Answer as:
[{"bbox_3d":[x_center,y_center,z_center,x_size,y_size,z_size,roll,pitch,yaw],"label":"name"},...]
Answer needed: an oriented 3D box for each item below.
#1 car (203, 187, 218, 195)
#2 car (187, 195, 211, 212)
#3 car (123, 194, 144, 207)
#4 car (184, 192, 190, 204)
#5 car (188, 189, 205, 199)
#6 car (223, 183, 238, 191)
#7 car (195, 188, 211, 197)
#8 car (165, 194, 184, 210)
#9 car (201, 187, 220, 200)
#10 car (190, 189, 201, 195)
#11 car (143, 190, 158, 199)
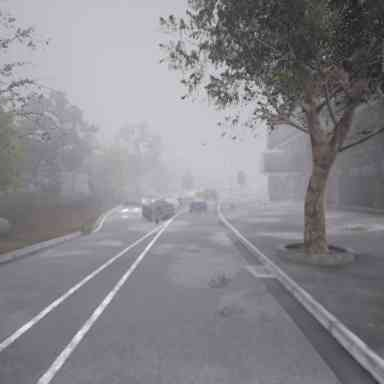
[{"bbox_3d":[4.183,-0.288,74.831,2.097,1.535,5.008,0,3,18],"label":"car"},{"bbox_3d":[0.842,1.419,37.819,1.882,1.535,5.008,0,0,4],"label":"car"},{"bbox_3d":[-7.539,1.179,42.279,1.895,1.301,4.718,0,2,-3],"label":"car"},{"bbox_3d":[-2.089,1.083,46.785,2.097,1.535,5.008,1,3,9],"label":"car"},{"bbox_3d":[0.970,0.314,63.249,2.097,1.535,5.008,0,3,14],"label":"car"},{"bbox_3d":[9.817,-1.049,89.830,2.231,1.521,4.892,-3,2,25],"label":"car"},{"bbox_3d":[2.363,0.022,68.779,2.231,1.521,4.892,0,3,16],"label":"car"},{"bbox_3d":[-2.600,1.427,40.672,2.002,1.452,4.674,-2,2,4],"label":"car"},{"bbox_3d":[3.424,0.292,57.108,2.150,2.045,5.566,0,3,11],"label":"car"},{"bbox_3d":[-0.356,0.649,57.167,2.002,1.452,4.674,-1,2,12],"label":"car"},{"bbox_3d":[-7.295,0.392,58.250,1.837,1.490,4.892,0,3,5],"label":"car"}]
